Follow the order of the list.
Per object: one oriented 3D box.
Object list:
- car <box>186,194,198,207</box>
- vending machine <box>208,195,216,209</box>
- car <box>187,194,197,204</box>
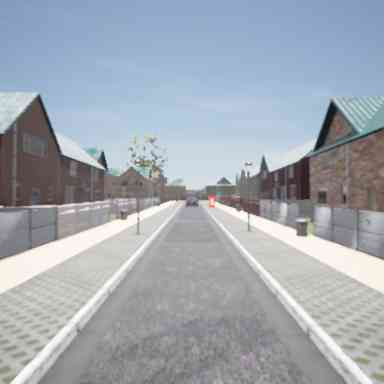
[{"bbox_3d":[0.011,1.654,58.184,2.097,1.767,4.553,0,0,0],"label":"car"},{"bbox_3d":[2.994,1.456,49.674,1.100,2.100,0.880,-1,-2,0],"label":"vending machine"},{"bbox_3d":[0.016,1.447,72.165,2.150,2.045,5.566,0,0,0],"label":"car"}]
